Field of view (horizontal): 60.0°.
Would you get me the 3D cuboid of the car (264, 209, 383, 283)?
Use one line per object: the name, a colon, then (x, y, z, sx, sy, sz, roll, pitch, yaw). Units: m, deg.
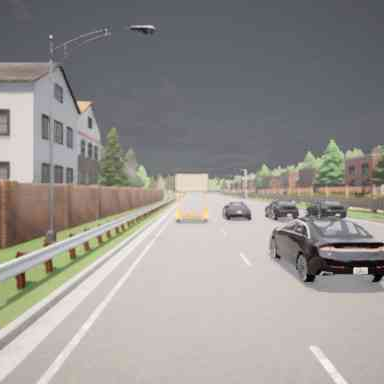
car: (3.601, 1.462, 9.524, 2.128, 1.511, 4.902, 0, 0, 0)

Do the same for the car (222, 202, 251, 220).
car: (3.602, 1.481, 27.275, 1.994, 1.385, 4.181, 0, 0, 0)

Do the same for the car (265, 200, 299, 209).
car: (7.102, 1.424, 26.617, 1.837, 1.490, 4.892, 0, 0, 0)

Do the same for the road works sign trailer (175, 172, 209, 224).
road works sign trailer: (0.002, 0.391, 23.999, 2.380, 3.560, 2.880, 0, 0, 0)

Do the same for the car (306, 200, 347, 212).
car: (10.601, 1.424, 26.612, 1.837, 1.490, 4.892, 0, 0, 0)
